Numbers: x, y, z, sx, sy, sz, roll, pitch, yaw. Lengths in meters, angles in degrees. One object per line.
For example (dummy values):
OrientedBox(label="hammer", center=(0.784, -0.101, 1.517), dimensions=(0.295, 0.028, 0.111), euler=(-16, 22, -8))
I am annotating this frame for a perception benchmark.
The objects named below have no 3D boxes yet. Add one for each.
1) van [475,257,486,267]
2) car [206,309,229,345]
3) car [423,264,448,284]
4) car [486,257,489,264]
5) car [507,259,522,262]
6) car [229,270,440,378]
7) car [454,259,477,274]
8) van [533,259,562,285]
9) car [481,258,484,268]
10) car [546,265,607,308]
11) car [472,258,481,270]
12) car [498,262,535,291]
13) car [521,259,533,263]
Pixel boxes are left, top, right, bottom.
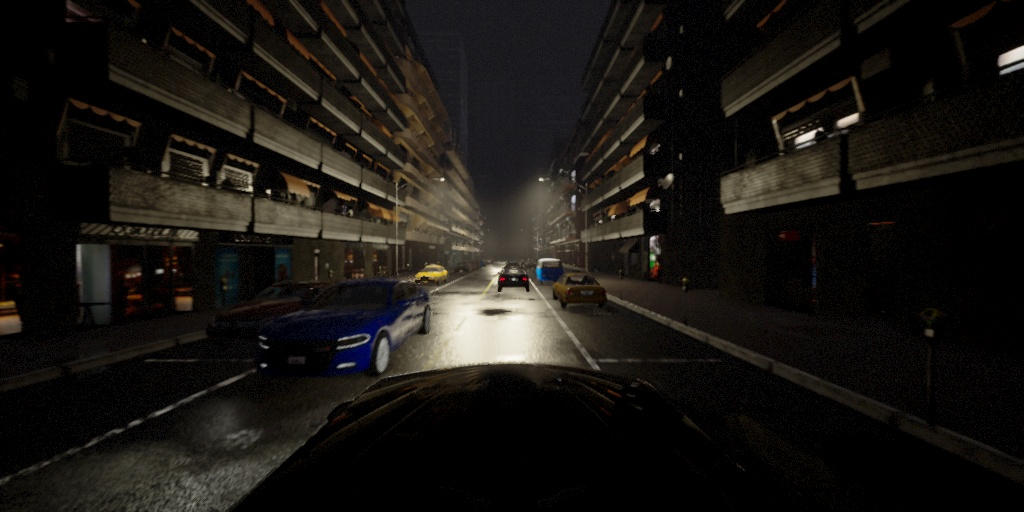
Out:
OrientedBox(label="van", center=(-5.712, 1.118, 59.133), dimensions=(1.690, 1.789, 3.998), euler=(0, 0, 0))
OrientedBox(label="car", center=(-5.695, 1.333, 9.421), dimensions=(1.802, 1.307, 4.207), euler=(0, 0, 0))
OrientedBox(label="car", center=(-5.701, 1.283, 25.822), dimensions=(1.751, 1.417, 4.829), euler=(0, 0, 0))
OrientedBox(label="car", center=(-5.714, 1.221, 64.656), dimensions=(1.967, 1.591, 4.097), euler=(0, 0, 0))
OrientedBox(label="car", center=(0.084, 1.262, 48.316), dimensions=(2.128, 1.511, 4.902), euler=(0, 0, 0))
OrientedBox(label="car", center=(-3.078, 1.229, 7.652), dimensions=(1.882, 1.535, 5.008), euler=(0, 0, 0))
OrientedBox(label="car", center=(-5.706, 1.332, 42.562), dimensions=(1.948, 1.339, 4.313), euler=(0, 0, 0))
OrientedBox(label="van", center=(2.680, 1.099, 25.982), dimensions=(1.690, 1.789, 3.998), euler=(0, 0, 0))
OrientedBox(label="car", center=(-5.711, 1.318, 53.609), dimensions=(1.888, 1.381, 4.507), euler=(0, 0, 0))
OrientedBox(label="car", center=(2.684, 1.279, 15.105), dimensions=(1.751, 1.417, 4.829), euler=(0, 0, 0))
OrientedBox(label="car", center=(-5.708, 1.315, 48.085), dimensions=(1.888, 1.381, 4.507), euler=(0, 0, 0))
OrientedBox(label="car", center=(0.094, 1.304, 21.759), dimensions=(2.033, 1.411, 5.357), euler=(0, 0, 0))
OrientedBox(label="car", center=(2.673, 1.321, 48.075), dimensions=(2.007, 1.370, 4.403), euler=(0, 0, 0))
